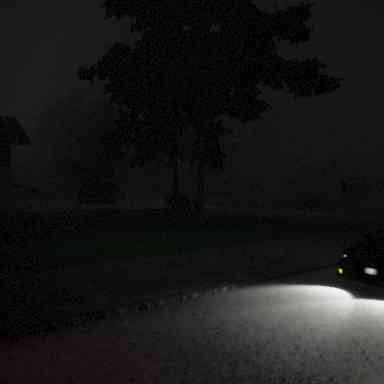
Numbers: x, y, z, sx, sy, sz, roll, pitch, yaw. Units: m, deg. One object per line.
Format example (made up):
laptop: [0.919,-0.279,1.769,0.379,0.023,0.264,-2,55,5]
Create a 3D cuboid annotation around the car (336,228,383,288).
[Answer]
car: [5.562,1.561,8.457,4.181,1.385,1.994,0,0,-35]
